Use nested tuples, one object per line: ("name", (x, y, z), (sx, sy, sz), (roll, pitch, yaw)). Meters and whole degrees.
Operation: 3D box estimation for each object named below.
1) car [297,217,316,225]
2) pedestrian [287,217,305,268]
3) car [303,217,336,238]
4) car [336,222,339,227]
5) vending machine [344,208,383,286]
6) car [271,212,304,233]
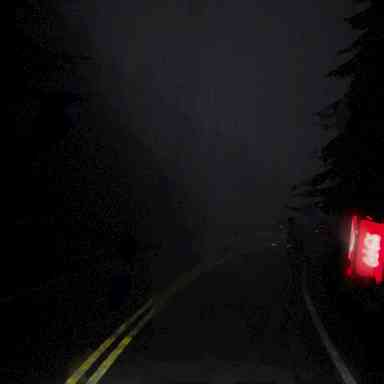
("car", (22.891, 5.715, 66.801), (2.128, 1.511, 4.902), (0, -4, 2))
("pedestrian", (3.595, 1.744, 11.633), (0.375, 1.860, 0.375), (-5, -1, 21))
("car", (11.634, 3.250, 30.209), (1.837, 1.490, 4.892), (1, -5, 27))
("car", (17.062, 4.037, 41.316), (1.837, 1.490, 4.892), (0, -4, 26))
("vending machine", (5.320, 1.599, 10.030), (1.100, 2.100, 0.880), (5, 3, 20))
("car", (9.681, 3.098, 33.924), (2.150, 2.045, 5.566), (1, -4, 27))
